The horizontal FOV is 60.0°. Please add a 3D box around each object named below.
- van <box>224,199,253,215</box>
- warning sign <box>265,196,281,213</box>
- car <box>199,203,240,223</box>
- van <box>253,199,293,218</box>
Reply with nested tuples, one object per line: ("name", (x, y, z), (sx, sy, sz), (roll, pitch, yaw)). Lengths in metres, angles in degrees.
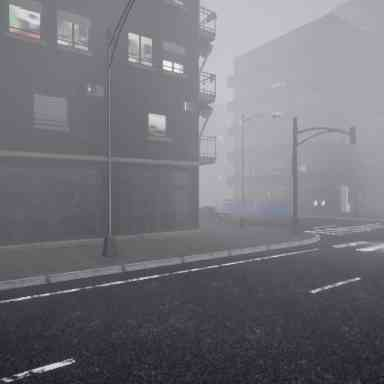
("van", (5.211, 1.676, 38.092), (1.690, 1.788, 3.998), (-1, 0, -36))
("warning sign", (9.018, 1.400, 36.966), (1.300, 1.860, 1.060), (1, 0, -36))
("car", (1.789, 1.874, 28.659), (1.802, 1.307, 4.206), (-1, 0, -36))
("van", (8.527, 1.602, 33.577), (1.690, 1.788, 3.998), (-1, 0, -36))
